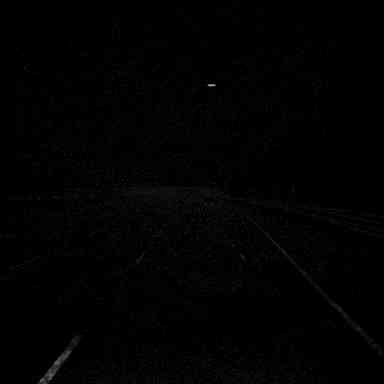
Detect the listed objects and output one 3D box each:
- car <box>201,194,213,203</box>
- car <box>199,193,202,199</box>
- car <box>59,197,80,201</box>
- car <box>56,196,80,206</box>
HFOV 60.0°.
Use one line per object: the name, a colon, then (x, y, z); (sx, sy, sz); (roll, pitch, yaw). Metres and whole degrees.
car: (3.487, 1.551, 71.684); (1.812, 1.442, 4.674); (0, 0, 0)
car: (3.483, 1.598, 88.213); (1.895, 1.301, 4.718); (0, 0, 0)
car: (-17.566, 1.570, 48.792); (2.033, 1.411, 5.357); (0, 0, 1)
car: (-21.013, 1.520, 56.546); (2.128, 1.511, 4.902); (0, 0, 0)
